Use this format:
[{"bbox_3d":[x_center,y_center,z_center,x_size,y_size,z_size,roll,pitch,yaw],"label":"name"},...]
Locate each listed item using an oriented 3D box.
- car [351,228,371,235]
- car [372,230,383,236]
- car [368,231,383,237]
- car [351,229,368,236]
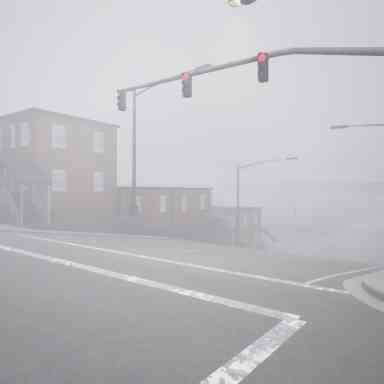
[{"bbox_3d":[39.192,9.156,77.112,1.853,1.218,4.536,0,0,-9],"label":"car"},{"bbox_3d":[42.916,9.174,74.265,4.536,1.218,1.853,0,0,1],"label":"car"},{"bbox_3d":[42.863,9.331,74.266,4.974,1.542,2.038,0,0,1],"label":"car"},{"bbox_3d":[39.200,9.314,77.061,2.038,1.542,4.974,0,0,-9],"label":"car"}]
